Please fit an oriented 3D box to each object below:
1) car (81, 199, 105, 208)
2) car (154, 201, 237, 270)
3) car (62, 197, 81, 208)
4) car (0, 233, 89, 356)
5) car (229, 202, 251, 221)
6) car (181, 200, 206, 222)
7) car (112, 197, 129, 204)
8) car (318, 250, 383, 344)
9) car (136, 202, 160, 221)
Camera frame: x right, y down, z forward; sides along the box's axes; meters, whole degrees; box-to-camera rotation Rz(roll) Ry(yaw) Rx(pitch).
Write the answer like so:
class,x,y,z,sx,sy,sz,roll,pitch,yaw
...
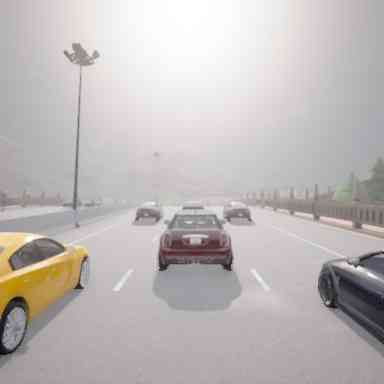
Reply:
class,x,y,z,sx,sy,sz,roll,pitch,yaw
car,-14.078,1.635,48.292,1.895,1.301,4.718,0,0,0
car,0.099,1.356,11.179,2.097,1.767,4.553,0,0,0
car,-17.571,1.551,49.303,1.837,1.490,4.892,0,-1,0
car,-3.403,1.480,6.081,1.882,1.535,5.008,0,0,0
car,3.600,1.538,26.938,1.812,1.442,4.674,0,0,0
car,0.100,1.491,27.936,1.882,1.535,5.008,0,0,0
car,-10.574,1.541,49.498,2.128,1.511,4.902,0,-1,0
car,3.596,1.565,5.234,1.994,1.385,4.181,0,0,0
car,-3.401,1.539,26.950,1.812,1.442,4.674,0,0,0
